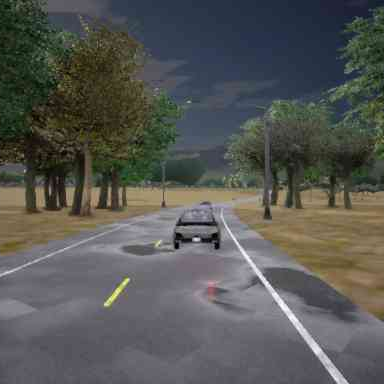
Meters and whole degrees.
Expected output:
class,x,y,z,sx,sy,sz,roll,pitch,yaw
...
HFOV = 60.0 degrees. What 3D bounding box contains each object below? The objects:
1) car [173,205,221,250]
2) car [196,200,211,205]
class,x,y,z,sx,sy,sz,roll,pitch,yaw
car,0.249,1.532,14.543,2.128,1.511,4.902,0,0,2
car,0.995,1.722,29.471,2.033,1.411,5.357,0,-1,4
